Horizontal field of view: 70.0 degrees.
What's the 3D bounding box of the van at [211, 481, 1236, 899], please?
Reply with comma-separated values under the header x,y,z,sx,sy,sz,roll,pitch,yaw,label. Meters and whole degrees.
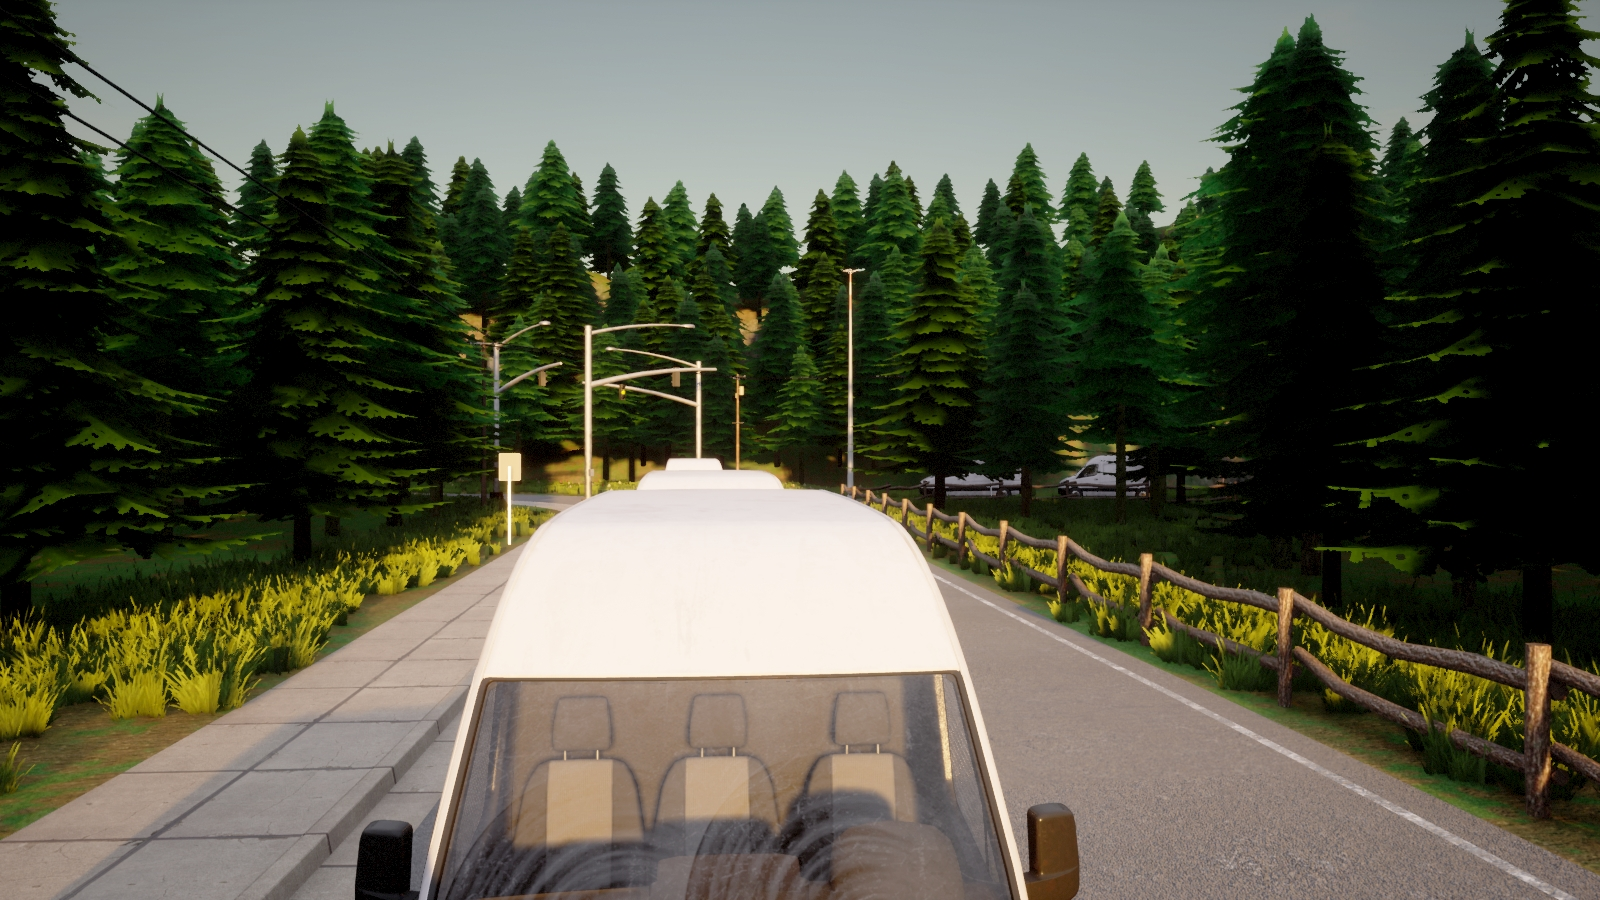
x,y,z,sx,sy,sz,roll,pitch,yaw,label
-0.350,1.499,5.168,1.988,2.561,5.915,0,0,-5,van
